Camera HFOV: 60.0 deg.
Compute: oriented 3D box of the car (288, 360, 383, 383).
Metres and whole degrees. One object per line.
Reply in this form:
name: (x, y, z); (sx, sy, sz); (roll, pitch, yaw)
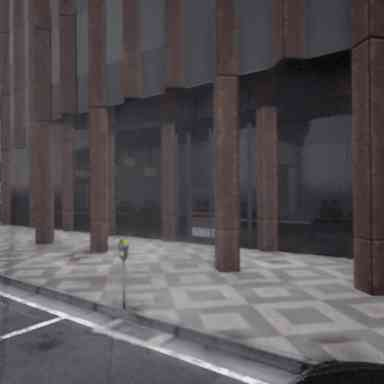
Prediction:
car: (2.277, 1.556, 1.338); (4.313, 1.339, 1.947); (-1, 0, 36)
